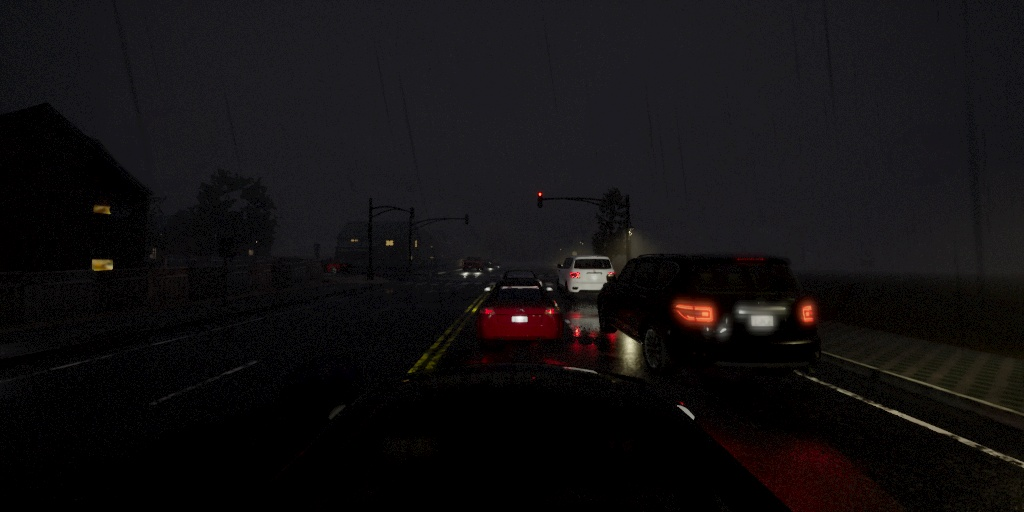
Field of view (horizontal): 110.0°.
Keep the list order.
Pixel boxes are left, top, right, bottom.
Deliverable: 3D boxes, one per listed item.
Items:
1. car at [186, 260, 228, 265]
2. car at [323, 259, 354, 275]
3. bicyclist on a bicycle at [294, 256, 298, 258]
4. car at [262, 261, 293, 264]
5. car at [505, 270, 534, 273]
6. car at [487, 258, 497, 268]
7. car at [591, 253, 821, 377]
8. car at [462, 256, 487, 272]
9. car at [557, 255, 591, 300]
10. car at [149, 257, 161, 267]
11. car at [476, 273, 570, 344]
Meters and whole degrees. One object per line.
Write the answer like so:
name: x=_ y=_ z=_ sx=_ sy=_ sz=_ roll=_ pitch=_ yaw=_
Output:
car: x=-30.411 y=0.829 z=35.895 sx=5.357 sy=1.411 sz=2.033 roll=1 pitch=-1 yaw=16
car: x=-18.022 y=1.005 z=35.299 sx=5.008 sy=1.535 sz=1.882 roll=1 pitch=-1 yaw=16
bicyclist on a bicycle: x=-24.188 y=0.781 z=40.246 sx=0.582 sy=1.620 sz=1.656 roll=1 pitch=-1 yaw=16
car: x=-20.871 y=0.940 z=33.229 sx=4.892 sy=1.490 sz=1.837 roll=1 pitch=-1 yaw=16
car: x=0.342 y=1.364 z=18.469 sx=1.895 sy=1.301 sz=4.718 roll=0 pitch=0 yaw=-3
car: x=-4.362 y=1.213 z=62.569 sx=2.097 sy=1.767 sz=4.553 roll=0 pitch=0 yaw=4
car: x=3.402 y=0.974 z=7.537 sx=2.150 sy=2.045 sz=5.566 roll=0 pitch=0 yaw=0
car: x=-5.243 y=1.048 z=48.797 sx=2.150 sy=2.045 sz=5.566 roll=0 pitch=0 yaw=4
car: x=3.554 y=0.983 z=17.896 sx=2.150 sy=2.045 sz=5.566 roll=0 pitch=0 yaw=1
car: x=-40.290 y=0.625 z=38.663 sx=4.892 sy=1.490 sz=1.837 roll=1 pitch=-1 yaw=16
car: x=0.177 y=1.319 z=9.659 sx=1.994 sy=1.385 sz=4.181 roll=0 pitch=0 yaw=0
